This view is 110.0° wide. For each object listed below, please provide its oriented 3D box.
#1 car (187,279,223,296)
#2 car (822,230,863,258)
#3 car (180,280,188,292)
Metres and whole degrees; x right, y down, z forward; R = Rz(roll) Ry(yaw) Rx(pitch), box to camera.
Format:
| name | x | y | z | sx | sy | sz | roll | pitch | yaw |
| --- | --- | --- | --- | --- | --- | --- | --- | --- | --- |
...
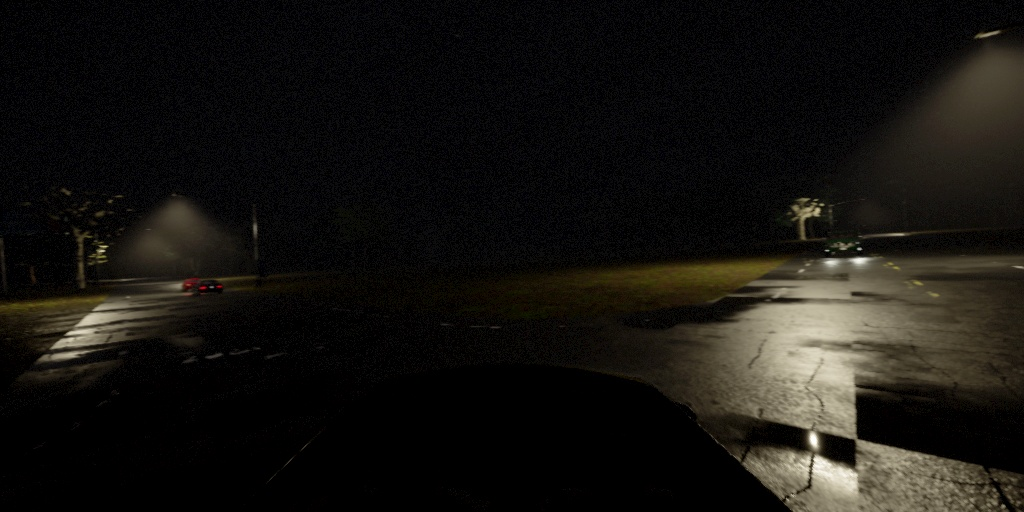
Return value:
| name | x | y | z | sx | sy | sz | roll | pitch | yaw |
| --- | --- | --- | --- | --- | --- | --- | --- | --- | --- |
| car | -29.593 | 3.042 | 34.824 | 5.357 | 1.411 | 2.033 | -3 | -1 | 43 |
| car | 26.607 | -1.036 | 28.869 | 2.150 | 2.045 | 5.566 | -4 | 0 | 43 |
| car | -37.518 | 3.421 | 42.262 | 4.674 | 1.442 | 1.812 | -3 | 0 | 43 |
